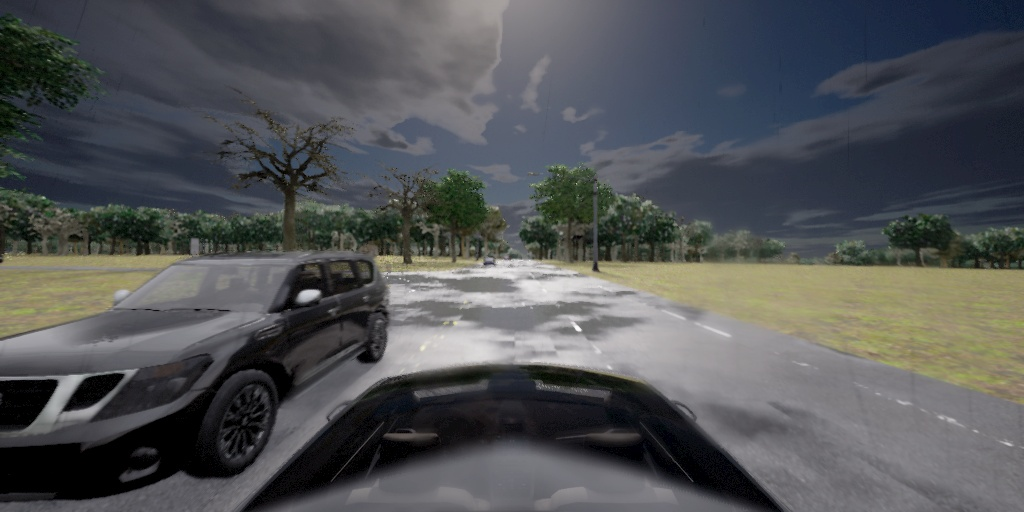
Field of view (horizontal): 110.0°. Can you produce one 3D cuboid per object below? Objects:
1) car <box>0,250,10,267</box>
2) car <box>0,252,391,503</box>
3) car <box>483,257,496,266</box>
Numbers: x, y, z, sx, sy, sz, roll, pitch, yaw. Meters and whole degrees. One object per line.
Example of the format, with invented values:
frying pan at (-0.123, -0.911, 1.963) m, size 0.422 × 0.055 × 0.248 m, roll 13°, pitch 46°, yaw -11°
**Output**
car at (-49.181, 0.188, 32.420) m, size 4.892 × 1.490 × 1.837 m, roll 1°, pitch -1°, yaw 0°
car at (-3.504, 0.953, 5.064) m, size 2.150 × 2.045 × 5.566 m, roll 0°, pitch 1°, yaw 0°
car at (-3.551, 0.893, 56.848) m, size 2.033 × 1.411 × 5.357 m, roll 0°, pitch 0°, yaw 0°
